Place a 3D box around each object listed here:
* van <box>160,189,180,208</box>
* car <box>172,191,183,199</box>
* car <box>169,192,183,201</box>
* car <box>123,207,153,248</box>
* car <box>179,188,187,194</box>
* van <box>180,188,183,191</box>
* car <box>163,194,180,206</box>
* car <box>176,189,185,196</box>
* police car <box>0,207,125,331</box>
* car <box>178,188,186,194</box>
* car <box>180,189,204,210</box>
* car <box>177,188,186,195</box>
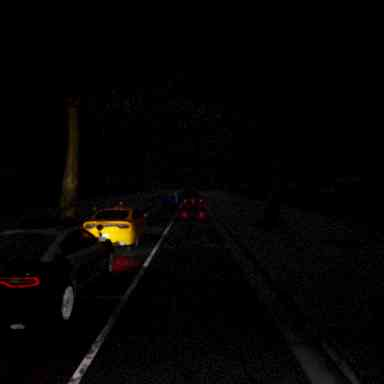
[{"bbox_3d":[-2.602,0.859,37.383,1.690,1.788,3.998,0,1,0],"label":"van"},{"bbox_3d":[-2.580,0.562,59.558,1.802,1.307,4.206,1,2,0],"label":"car"},{"bbox_3d":[-2.587,0.697,54.020,1.947,1.339,4.313,1,1,0],"label":"car"},{"bbox_3d":[-3.004,1.343,13.995,1.882,1.535,5.008,0,1,0],"label":"car"},{"bbox_3d":[-2.558,-0.408,92.780,1.967,1.590,4.097,1,1,0],"label":"car"},{"bbox_3d":[-2.590,0.614,48.471,1.690,1.788,3.998,1,1,0],"label":"van"},{"bbox_3d":[-2.598,0.952,42.932,2.008,1.369,4.403,1,1,0],"label":"car"},{"bbox_3d":[-2.570,0.122,76.170,1.802,1.307,4.206,1,1,0],"label":"car"},{"bbox_3d":[-3.003,1.361,7.105,1.930,1.638,5.238,0,1,0],"label":"police car"},{"bbox_3d":[-2.563,-0.195,87.074,1.752,1.417,4.829,1,1,0],"label":"car"},{"bbox_3d":[0.106,0.923,34.618,2.097,1.767,4.553,0,1,0],"label":"car"},{"bbox_3d":[-2.565,-0.155,81.704,1.967,1.590,4.097,1,1,0],"label":"car"}]
